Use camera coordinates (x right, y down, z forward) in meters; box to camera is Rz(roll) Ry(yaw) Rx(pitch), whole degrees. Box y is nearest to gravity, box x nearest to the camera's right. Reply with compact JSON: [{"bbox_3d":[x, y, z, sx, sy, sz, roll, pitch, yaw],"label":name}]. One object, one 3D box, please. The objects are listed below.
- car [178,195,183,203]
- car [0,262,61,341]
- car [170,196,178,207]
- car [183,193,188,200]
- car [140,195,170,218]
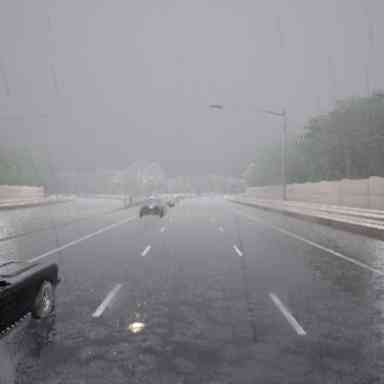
[{"bbox_3d":[-3.483,1.502,67.255,2.128,1.511,4.902,0,0,0],"label":"car"},{"bbox_3d":[-3.500,1.591,4.410,1.895,1.301,4.718,0,0,0],"label":"car"},{"bbox_3d":[-3.496,1.604,49.440,1.895,1.301,4.718,0,0,0],"label":"car"},{"bbox_3d":[-2.836,1.527,91.899,1.837,1.490,4.892,0,0,3],"label":"car"},{"bbox_3d":[-3.498,1.352,30.690,2.097,1.767,4.553,0,0,0],"label":"car"}]
